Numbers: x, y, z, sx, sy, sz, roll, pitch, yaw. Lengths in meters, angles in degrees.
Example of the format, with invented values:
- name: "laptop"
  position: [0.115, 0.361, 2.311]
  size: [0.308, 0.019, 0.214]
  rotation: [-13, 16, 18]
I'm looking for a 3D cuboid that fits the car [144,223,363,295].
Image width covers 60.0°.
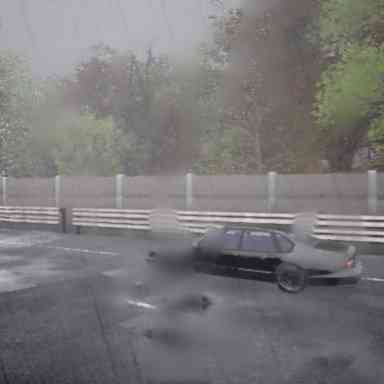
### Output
- name: "car"
  position: [1.389, 1.521, 8.585]
  size: [5.357, 1.411, 2.033]
  rotation: [0, 0, 29]
